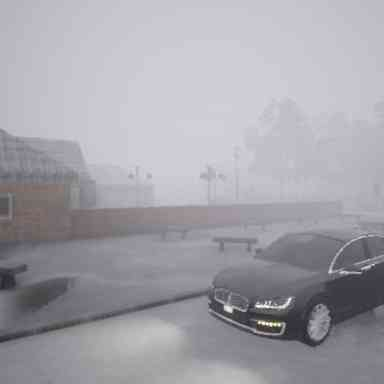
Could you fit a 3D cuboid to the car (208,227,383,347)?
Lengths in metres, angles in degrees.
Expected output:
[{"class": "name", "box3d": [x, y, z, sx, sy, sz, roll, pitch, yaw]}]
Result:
[{"class": "car", "box3d": [2.520, 1.499, 6.407, 4.892, 1.490, 1.837, 0, 0, -36]}]

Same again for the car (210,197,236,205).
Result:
[{"class": "car", "box3d": [4.583, 1.476, 49.363, 1.837, 1.490, 4.892, 0, 0, -35]}]
